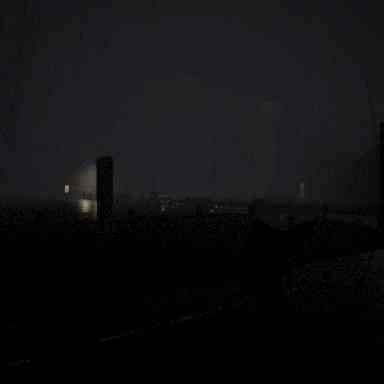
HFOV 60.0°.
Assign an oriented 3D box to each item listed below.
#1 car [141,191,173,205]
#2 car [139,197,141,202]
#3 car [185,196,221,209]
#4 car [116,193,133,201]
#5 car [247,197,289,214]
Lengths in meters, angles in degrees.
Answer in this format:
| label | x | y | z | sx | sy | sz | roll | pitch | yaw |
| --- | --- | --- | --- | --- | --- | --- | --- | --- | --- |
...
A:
| label | x | y | z | sx | sy | sz | roll | pitch | yaw |
| --- | --- | --- | --- | --- | --- | --- | --- | --- | --- |
| car | -4.934 | 0.827 | 49.280 | 2.150 | 2.045 | 5.566 | -1 | 1 | -35 |
| car | -7.622 | 1.025 | 57.988 | 1.812 | 1.442 | 4.674 | -1 | 1 | -35 |
| car | 1.252 | 1.255 | 40.628 | 2.033 | 1.411 | 5.357 | -1 | 1 | -36 |
| car | -13.445 | 0.878 | 66.049 | 1.882 | 1.535 | 5.008 | -1 | 1 | -36 |
| car | 7.421 | 1.312 | 32.017 | 1.837 | 1.490 | 4.892 | -1 | 1 | -36 |
